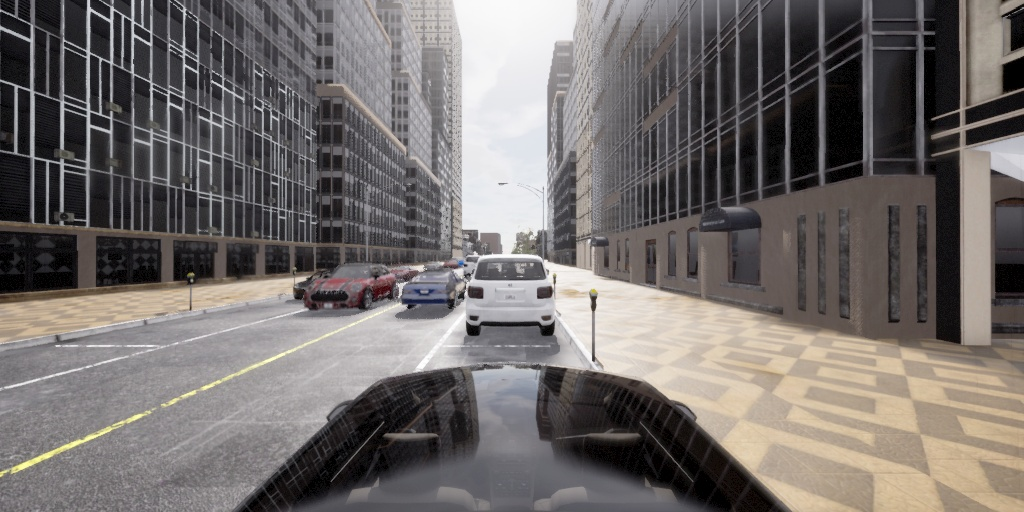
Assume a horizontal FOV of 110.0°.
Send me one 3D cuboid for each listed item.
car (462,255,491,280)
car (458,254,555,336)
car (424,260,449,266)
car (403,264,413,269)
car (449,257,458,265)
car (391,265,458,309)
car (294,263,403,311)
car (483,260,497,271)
[{"bbox_3d":[-3.146,0.962,32.984,2.150,2.045,5.566,0,0,0],"label":"car"},{"bbox_3d":[-0.039,0.977,10.529,2.150,2.045,5.566,0,0,0],"label":"car"},{"bbox_3d":[-8.836,1.286,40.419,2.007,1.370,4.403,0,0,0],"label":"car"},{"bbox_3d":[-8.835,1.325,29.033,1.802,1.307,4.207,0,0,0],"label":"car"},{"bbox_3d":[-8.836,1.273,51.803,1.888,1.381,4.507,0,0,0],"label":"car"},{"bbox_3d":[-3.045,1.295,14.972,2.033,1.411,5.357,0,0,0],"label":"car"},{"bbox_3d":[-6.246,1.100,14.438,2.097,1.767,4.553,0,0,0],"label":"car"},{"bbox_3d":[-3.058,1.255,50.657,1.812,1.442,4.674,0,0,0],"label":"car"}]
